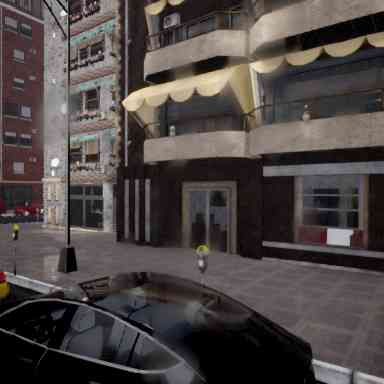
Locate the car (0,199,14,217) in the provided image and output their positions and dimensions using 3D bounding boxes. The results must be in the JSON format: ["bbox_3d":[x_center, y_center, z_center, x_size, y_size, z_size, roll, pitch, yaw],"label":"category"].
[{"bbox_3d":[-20.593,1.598,32.155,2.192,1.841,5.009,-1,-2,35],"label":"car"}]

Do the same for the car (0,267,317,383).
[{"bbox_3d":[-0.923,1.566,3.527,4.313,1.339,1.947,0,0,35],"label":"car"}]

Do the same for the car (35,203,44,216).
[{"bbox_3d":[-14.252,2.026,36.612,1.895,1.301,4.718,0,-1,35],"label":"car"}]

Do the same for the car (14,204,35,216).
[{"bbox_3d":[-17.307,1.931,36.801,1.887,1.381,4.507,-1,-2,35],"label":"car"}]
